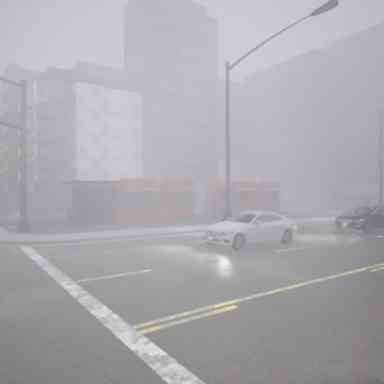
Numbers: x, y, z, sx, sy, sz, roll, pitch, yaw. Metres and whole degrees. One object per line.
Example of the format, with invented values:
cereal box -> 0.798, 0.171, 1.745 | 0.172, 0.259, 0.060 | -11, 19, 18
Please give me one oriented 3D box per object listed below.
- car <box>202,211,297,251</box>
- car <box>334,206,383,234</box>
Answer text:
car -> 2.615, 1.547, 14.417 | 4.674, 1.442, 1.812 | 0, 0, -35
car -> 10.581, 1.591, 20.090 | 4.902, 1.511, 2.128 | 1, 0, -35
